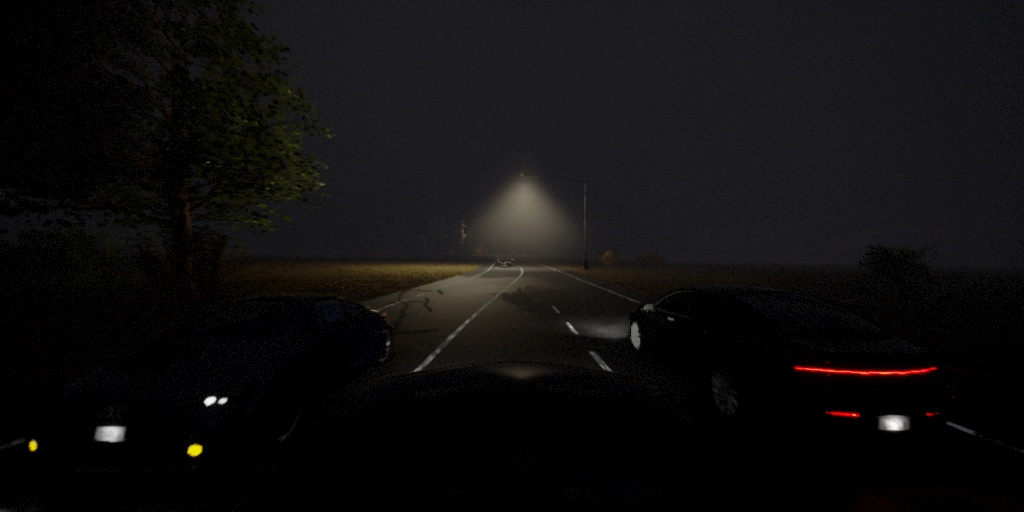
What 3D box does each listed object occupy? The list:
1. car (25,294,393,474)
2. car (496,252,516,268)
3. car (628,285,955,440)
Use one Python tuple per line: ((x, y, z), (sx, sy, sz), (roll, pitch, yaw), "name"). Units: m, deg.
((-3.244, 1.255, 4.955), (1.994, 1.385, 4.181), (0, 1, 2), "car")
((-0.808, 0.629, 43.535), (1.837, 1.490, 4.892), (0, 1, -1), "car")
((3.379, 1.209, 5.628), (1.837, 1.490, 4.892), (0, 1, -1), "car")
